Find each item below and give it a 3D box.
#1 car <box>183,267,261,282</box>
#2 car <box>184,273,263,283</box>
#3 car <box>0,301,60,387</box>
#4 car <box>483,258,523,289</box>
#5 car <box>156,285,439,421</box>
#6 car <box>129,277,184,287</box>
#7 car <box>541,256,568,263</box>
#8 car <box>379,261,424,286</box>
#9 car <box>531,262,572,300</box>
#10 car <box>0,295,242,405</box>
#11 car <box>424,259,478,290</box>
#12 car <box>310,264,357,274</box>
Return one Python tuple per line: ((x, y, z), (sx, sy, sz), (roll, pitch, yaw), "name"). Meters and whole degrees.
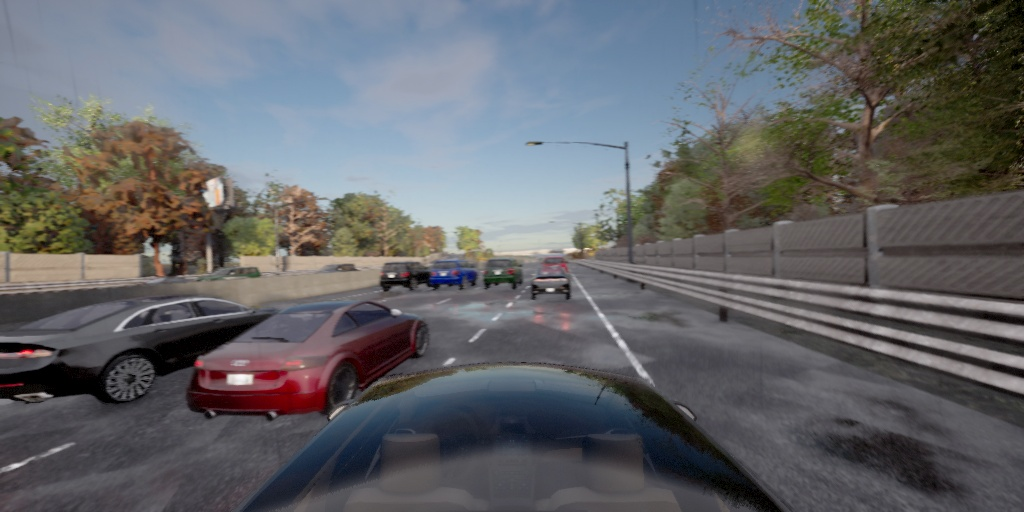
((-24.602, 2.017, 31.278), (2.150, 2.045, 5.566), (-2, 0, 8), "car")
((-21.580, 2.266, 27.364), (1.895, 1.301, 4.718), (-2, 0, 8), "car")
((-10.235, 1.645, 4.957), (1.812, 1.442, 4.674), (-2, 0, 8), "car")
((-0.531, 1.157, 25.060), (2.150, 2.045, 5.566), (-2, 0, 8), "car")
((-2.997, 1.447, 6.284), (1.994, 1.385, 4.181), (-2, 0, 7), "car")
((-28.387, 2.435, 29.239), (1.812, 1.442, 4.674), (-2, 0, 8), "car")
((3.667, 1.058, 30.878), (2.150, 2.045, 5.566), (-2, 0, 8), "car")
((-7.472, 1.399, 25.929), (2.150, 2.045, 5.566), (-2, 0, 8), "car")
((2.011, 1.292, 18.289), (2.128, 1.511, 4.902), (-2, 0, 8), "car")
((-6.450, 1.496, 6.900), (2.128, 1.511, 4.902), (-2, 0, 8), "car")
((-4.007, 1.278, 25.458), (2.150, 2.045, 5.566), (-2, 0, 8), "car")
((-17.101, 1.788, 34.588), (2.150, 2.045, 5.566), (-2, 0, 8), "car")
